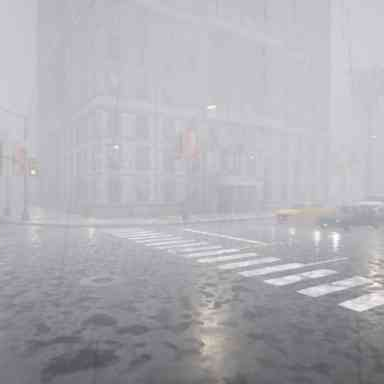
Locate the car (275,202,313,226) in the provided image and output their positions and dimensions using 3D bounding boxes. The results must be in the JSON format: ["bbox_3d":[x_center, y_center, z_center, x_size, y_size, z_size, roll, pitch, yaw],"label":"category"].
[{"bbox_3d":[8.107,1.478,23.857,5.008,1.535,1.882,0,0,-34],"label":"car"}]

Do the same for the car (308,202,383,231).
[{"bbox_3d":[10.023,1.547,20.932,5.357,1.411,2.033,0,0,-34],"label":"car"}]

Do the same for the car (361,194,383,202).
[{"bbox_3d":[16.610,1.221,29.451,5.566,2.045,2.150,0,0,-33],"label":"car"}]
